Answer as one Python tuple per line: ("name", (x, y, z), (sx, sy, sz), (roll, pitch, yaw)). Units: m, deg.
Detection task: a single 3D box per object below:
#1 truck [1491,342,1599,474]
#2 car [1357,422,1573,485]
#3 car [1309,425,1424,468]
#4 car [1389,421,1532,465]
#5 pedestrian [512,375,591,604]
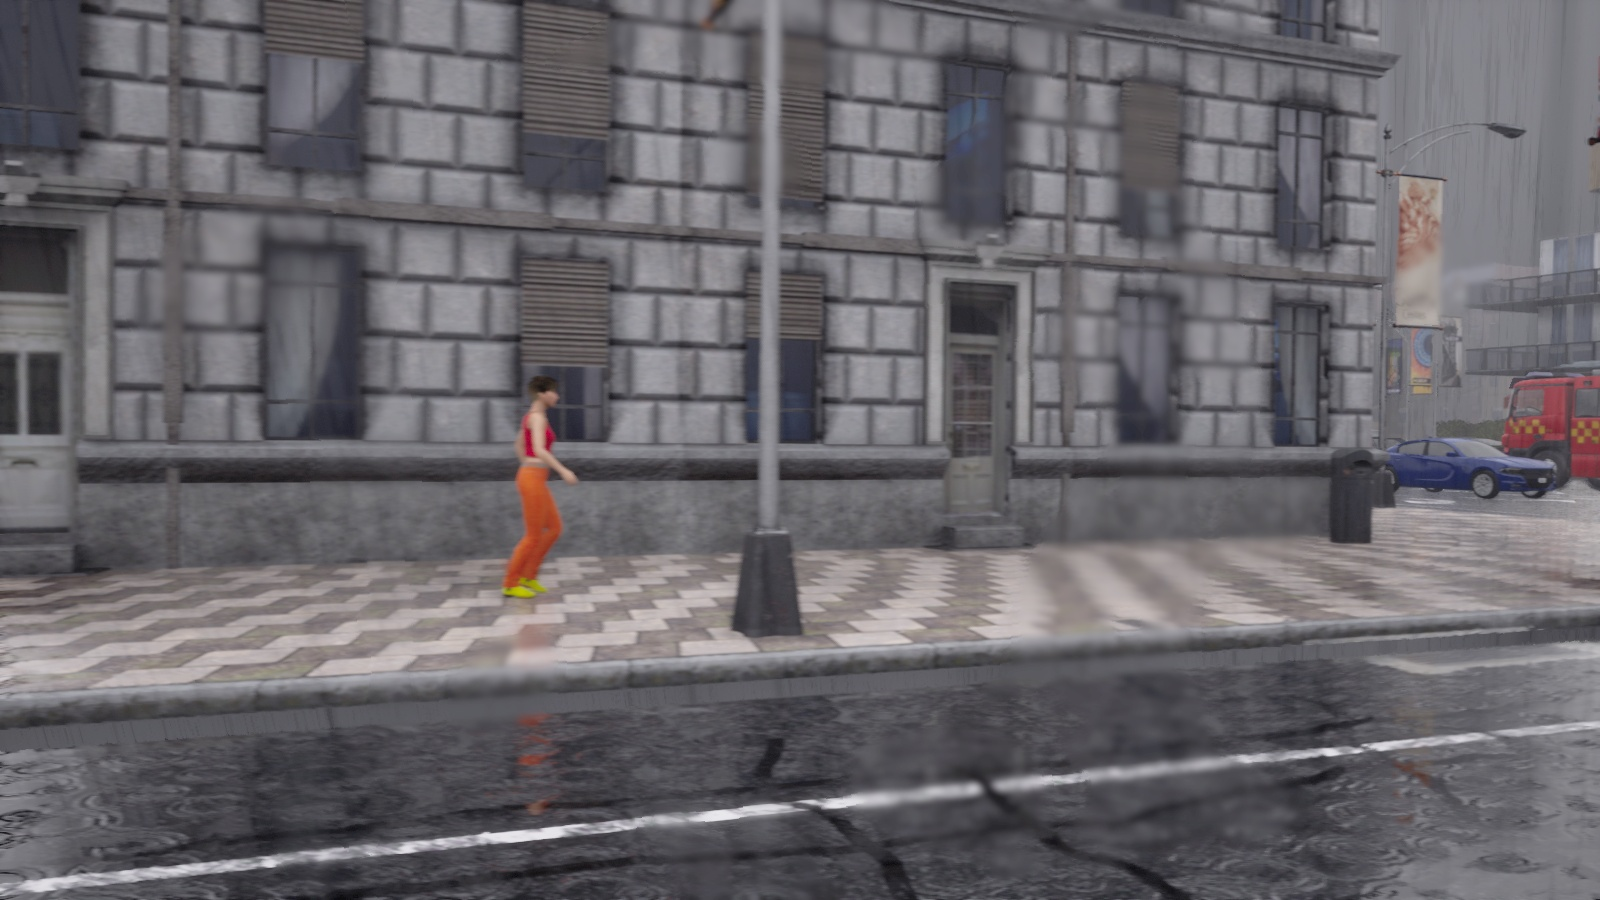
("truck", (24.730, -1.225, 36.295), (2.891, 3.827, 8.468), (-1, 1, -21))
("car", (17.388, 0.048, 33.154), (1.882, 1.535, 5.008), (-1, 1, -21))
("car", (20.841, -0.167, 46.326), (1.845, 1.501, 3.633), (-1, 1, -21))
("car", (24.454, -0.279, 46.688), (2.007, 1.525, 4.514), (-1, 1, -21))
("pedestrian", (-2.043, 0.309, 10.302), (0.594, 1.836, 0.345), (-1, 1, -15))
